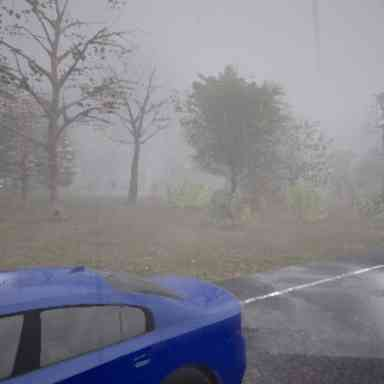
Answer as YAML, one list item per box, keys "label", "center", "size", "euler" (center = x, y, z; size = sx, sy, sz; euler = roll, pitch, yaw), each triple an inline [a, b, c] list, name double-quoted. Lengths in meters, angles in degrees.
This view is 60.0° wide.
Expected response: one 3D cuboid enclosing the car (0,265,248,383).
- label: "car"
  center: [-1.763, 1.475, 2.714]
  size: [5.008, 1.535, 1.882]
  euler: [0, 0, -35]
